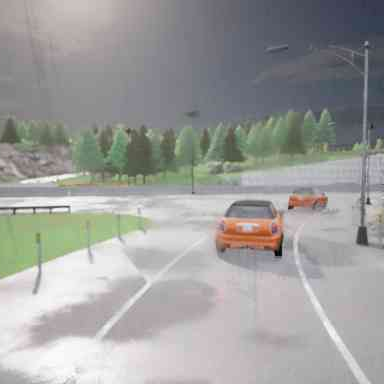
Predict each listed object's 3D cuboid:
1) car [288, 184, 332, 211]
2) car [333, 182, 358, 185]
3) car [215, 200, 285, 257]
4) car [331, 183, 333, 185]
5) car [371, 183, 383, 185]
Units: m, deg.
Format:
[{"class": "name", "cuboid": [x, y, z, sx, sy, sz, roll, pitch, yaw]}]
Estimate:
[{"class": "car", "cuboid": [9.248, 0.443, 26.283, 2.097, 1.767, 4.553, 2, 3, 35]}, {"class": "car", "cuboid": [35.062, -1.474, 74.872, 4.902, 1.511, 2.128, -1, 3, -21]}, {"class": "car", "cuboid": [2.246, 1.047, 12.104, 2.097, 1.767, 4.553, 1, 3, 15]}, {"class": "car", "cuboid": [33.808, -1.599, 78.137, 4.181, 1.385, 1.994, -1, 3, -21]}, {"class": "car", "cuboid": [37.541, -1.100, 68.336, 4.718, 1.301, 1.895, -1, 3, -21]}]
